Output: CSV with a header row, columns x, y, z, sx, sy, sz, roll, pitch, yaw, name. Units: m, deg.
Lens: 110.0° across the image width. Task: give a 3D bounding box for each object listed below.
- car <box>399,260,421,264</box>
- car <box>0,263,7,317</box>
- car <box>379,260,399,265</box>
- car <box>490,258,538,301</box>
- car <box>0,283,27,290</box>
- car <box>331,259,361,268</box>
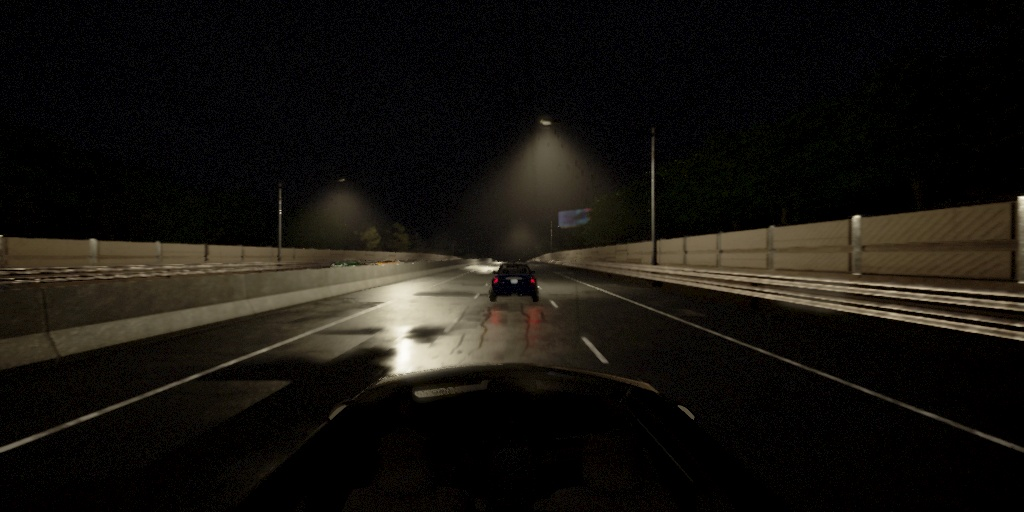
x,y,z,sx,sy,sz,roll,pitch,yaw,name
-14.041,1.291,50.872,1.837,1.490,4.892,0,0,0,car
-17.592,1.100,9.470,2.097,1.767,4.553,0,0,0,car
-17.544,1.265,51.438,1.882,1.535,5.008,0,0,1,car
0.102,1.100,17.367,2.097,1.767,4.553,0,0,0,car
-14.095,1.296,8.408,2.033,1.411,5.357,0,0,0,car
-21.055,1.126,45.647,2.097,1.767,4.553,0,0,0,car
